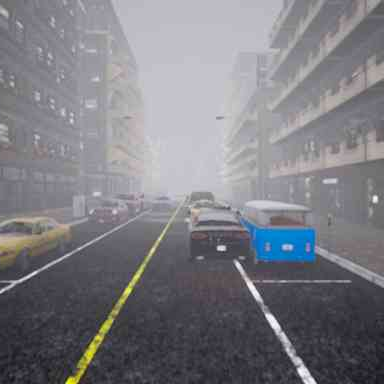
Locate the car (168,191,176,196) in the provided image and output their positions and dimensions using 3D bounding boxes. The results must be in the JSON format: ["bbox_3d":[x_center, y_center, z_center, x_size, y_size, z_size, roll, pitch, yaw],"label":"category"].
[{"bbox_3d":[-5.600,0.472,93.877,1.802,1.307,4.206,1,1,0],"label":"car"}]

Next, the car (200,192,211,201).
[{"bbox_3d":[2.385,0.809,60.800,1.752,1.417,4.829,1,1,0],"label":"car"}]

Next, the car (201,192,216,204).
[{"bbox_3d":[2.421,0.857,49.532,1.967,1.590,4.097,1,1,0],"label":"car"}]

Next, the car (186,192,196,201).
[{"bbox_3d":[-0.192,0.752,61.587,1.882,1.535,5.008,0,1,0],"label":"car"}]

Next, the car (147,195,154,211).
[{"bbox_3d":[-5.406,0.930,32.840,2.192,1.841,5.009,1,1,0],"label":"car"}]

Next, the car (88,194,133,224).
[{"bbox_3d":[-5.373,1.185,21.744,1.967,1.590,4.097,1,1,0],"label":"car"}]

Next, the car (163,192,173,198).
[{"bbox_3d":[-5.547,0.639,77.231,2.008,1.369,4.403,1,1,0],"label":"car"}]

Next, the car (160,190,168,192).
[{"bbox_3d":[-5.477,0.880,54.867,1.752,1.417,4.829,1,1,0],"label":"car"}]

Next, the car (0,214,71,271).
[{"bbox_3d":[-5.339,1.402,10.478,1.752,1.417,4.829,1,1,0],"label":"car"}]

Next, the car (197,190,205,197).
[{"bbox_3d":[2.299,0.395,88.373,1.967,1.590,4.097,1,1,0],"label":"car"}]

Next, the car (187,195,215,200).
[{"bbox_3d":[0.757,1.200,21.676,1.801,1.575,5.366,0,1,0],"label":"car"}]

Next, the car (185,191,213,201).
[{"bbox_3d":[0.739,0.901,27.514,2.150,2.045,5.566,0,1,0],"label":"car"}]

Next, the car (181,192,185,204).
[{"bbox_3d":[-0.142,0.992,47.272,2.033,1.411,5.357,0,1,0],"label":"car"}]

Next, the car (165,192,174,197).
[{"bbox_3d":[-5.565,0.588,82.780,1.947,1.339,4.313,1,1,0],"label":"car"}]

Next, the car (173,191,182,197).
[{"bbox_3d":[-2.983,0.581,74.534,2.128,1.511,4.902,0,1,0],"label":"car"}]

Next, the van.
[{"bbox_3d":[2.543,1.214,10.690,1.690,1.788,3.998,1,1,0],"label":"van"}]

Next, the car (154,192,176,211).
[{"bbox_3d":[-2.953,1.080,33.873,1.882,1.535,5.008,0,1,0],"label":"car"}]

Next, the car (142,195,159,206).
[{"bbox_3d":[-5.444,1.066,43.940,1.802,1.307,4.206,1,1,0],"label":"car"}]

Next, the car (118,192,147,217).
[{"bbox_3d":[-5.389,0.995,27.291,2.192,1.841,5.009,1,1,0],"label":"car"}]

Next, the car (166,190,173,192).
[{"bbox_3d":[-5.510,0.536,66.131,2.192,1.841,5.009,1,1,0],"label":"car"}]

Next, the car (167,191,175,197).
[{"bbox_3d":[-5.583,0.538,88.328,1.802,1.307,4.206,1,1,0],"label":"car"}]

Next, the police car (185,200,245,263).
[{"bbox_3d":[0.789,1.288,11.596,1.930,1.638,5.238,0,1,0],"label":"police car"}]
